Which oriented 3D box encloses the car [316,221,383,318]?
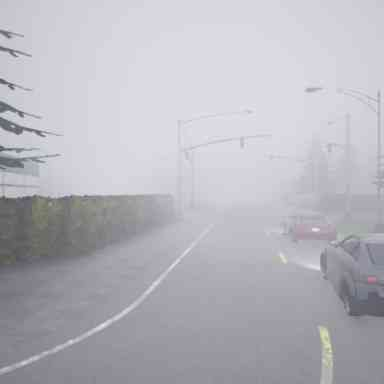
[{"bbox_3d":[4.093,1.587,7.243,1.994,1.385,4.181,0,0,14],"label":"car"}]

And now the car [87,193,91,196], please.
[{"bbox_3d":[-24.243,1.233,78.684,1.905,1.878,3.866,0,0,9],"label":"car"}]

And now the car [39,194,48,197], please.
[{"bbox_3d":[-36.872,1.296,80.734,2.152,1.636,5.027,0,0,9],"label":"car"}]

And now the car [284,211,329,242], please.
[{"bbox_3d":[5.738,1.612,16.524,1.994,1.385,4.181,0,0,10],"label":"car"}]

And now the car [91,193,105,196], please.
[{"bbox_3d":[-21.309,1.257,78.625,1.932,1.855,4.605,0,0,9],"label":"car"}]

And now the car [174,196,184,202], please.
[{"bbox_3d":[-2.988,1.551,75.511,1.845,1.501,3.633,0,0,9],"label":"car"}]
